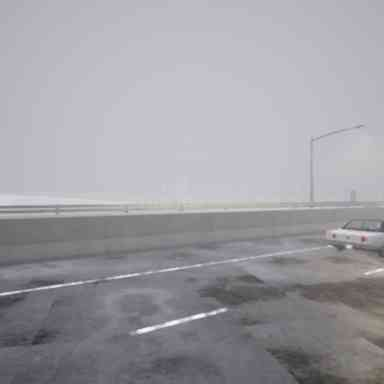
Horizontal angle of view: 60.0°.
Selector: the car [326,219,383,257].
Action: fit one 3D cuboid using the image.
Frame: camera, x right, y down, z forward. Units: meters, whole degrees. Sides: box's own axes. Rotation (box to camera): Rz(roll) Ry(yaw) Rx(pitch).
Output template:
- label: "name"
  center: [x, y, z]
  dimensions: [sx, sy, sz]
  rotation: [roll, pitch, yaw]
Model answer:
- label: "car"
  center: [7.610, 1.745, 13.522]
  dimensions: [4.718, 1.301, 1.895]
  rotation: [1, 0, -35]
